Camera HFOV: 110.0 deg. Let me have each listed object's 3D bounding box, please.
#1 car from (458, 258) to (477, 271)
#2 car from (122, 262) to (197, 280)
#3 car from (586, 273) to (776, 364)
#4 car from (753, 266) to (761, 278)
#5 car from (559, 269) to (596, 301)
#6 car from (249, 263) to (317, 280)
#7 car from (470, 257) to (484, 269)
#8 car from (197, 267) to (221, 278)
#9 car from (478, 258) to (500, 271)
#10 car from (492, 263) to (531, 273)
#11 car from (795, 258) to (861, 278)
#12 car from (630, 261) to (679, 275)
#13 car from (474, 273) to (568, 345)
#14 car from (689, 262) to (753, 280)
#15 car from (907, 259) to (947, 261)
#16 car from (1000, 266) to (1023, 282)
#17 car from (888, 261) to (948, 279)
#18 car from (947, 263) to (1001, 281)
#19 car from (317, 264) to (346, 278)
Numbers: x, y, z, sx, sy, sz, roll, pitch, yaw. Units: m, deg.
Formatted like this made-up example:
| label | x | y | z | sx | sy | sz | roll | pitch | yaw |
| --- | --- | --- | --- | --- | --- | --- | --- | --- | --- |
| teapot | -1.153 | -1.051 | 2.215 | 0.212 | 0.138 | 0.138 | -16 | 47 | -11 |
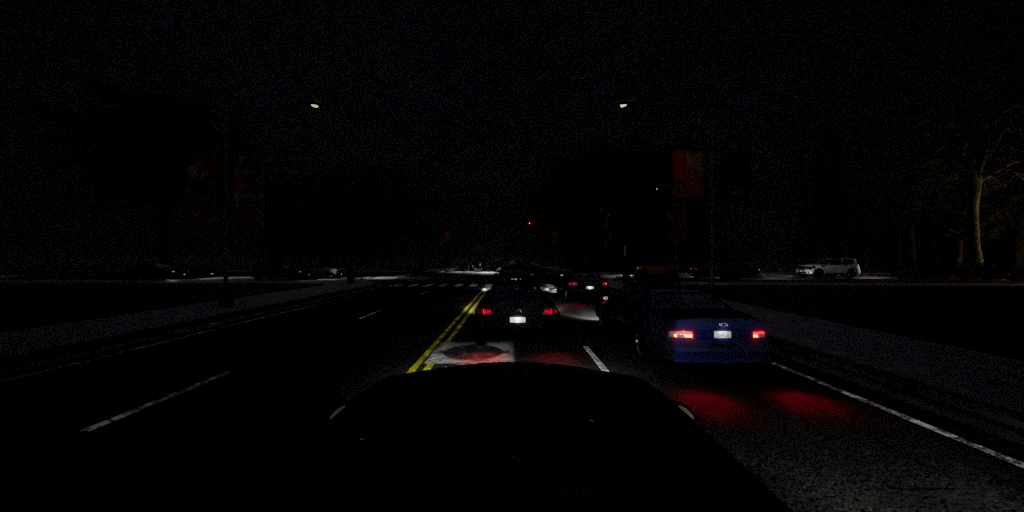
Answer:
| label | x | y | z | sx | sy | sz | roll | pitch | yaw |
| --- | --- | --- | --- | --- | --- | --- | --- | --- | --- |
| car | -6.568 | 1.414 | 51.959 | 1.837 | 1.490 | 4.892 | 0 | 0 | 0 |
| car | -29.713 | 1.242 | 29.961 | 4.674 | 1.442 | 1.812 | 0 | 0 | -1 |
| car | 3.353 | 1.302 | 8.231 | 2.033 | 1.411 | 5.357 | 0 | 0 | 0 |
| car | 23.232 | 1.520 | 37.078 | 4.181 | 1.385 | 1.994 | 0 | 0 | -2 |
| car | 3.356 | 1.339 | 17.475 | 1.994 | 1.385 | 4.181 | 0 | 0 | 0 |
| car | -19.390 | 1.279 | 30.067 | 4.674 | 1.442 | 1.812 | 0 | 0 | -2 |
| car | -6.553 | 1.190 | 61.973 | 2.150 | 2.045 | 5.566 | 0 | 0 | 0 |
| car | -30.007 | 1.322 | 33.209 | 4.718 | 1.301 | 1.895 | 0 | 0 | -1 |
| car | -3.317 | 1.403 | 52.498 | 2.128 | 1.511 | 4.902 | 0 | 0 | 0 |
| car | 0.098 | 1.283 | 18.486 | 1.837 | 1.490 | 4.892 | 0 | 0 | 0 |
| car | 32.674 | 1.229 | 37.135 | 5.566 | 2.045 | 2.150 | 0 | 0 | 0 |
| car | 14.598 | 1.264 | 36.984 | 4.553 | 1.767 | 2.097 | 0 | 0 | -1 |
| car | 0.106 | 1.320 | 9.580 | 1.994 | 1.385 | 4.181 | 0 | 0 | 0 |
| car | 19.216 | 1.421 | 33.583 | 4.902 | 1.511 | 2.128 | 0 | 0 | 0 |
| car | 45.924 | 1.326 | 40.434 | 5.566 | 2.045 | 2.150 | 0 | 0 | 0 |
| car | 45.434 | 1.685 | 30.536 | 4.718 | 1.301 | 1.895 | 0 | 0 | 0 |
| car | 42.657 | 1.566 | 37.185 | 4.902 | 1.511 | 2.128 | 0 | 0 | 0 |
| car | 45.010 | 1.578 | 33.784 | 4.902 | 1.511 | 2.128 | 0 | 0 | 0 |
| car | -18.078 | 1.364 | 33.321 | 4.718 | 1.301 | 1.895 | 0 | 0 | -1 |
